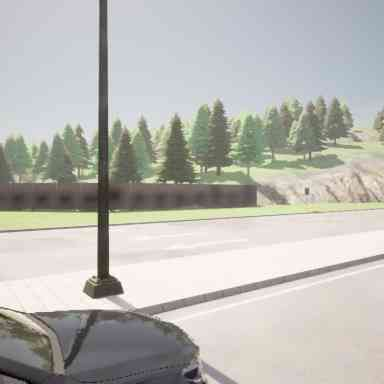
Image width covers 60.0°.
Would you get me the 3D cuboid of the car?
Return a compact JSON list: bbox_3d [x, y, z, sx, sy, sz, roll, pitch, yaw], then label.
[{"bbox_3d":[-2.020,1.526,2.318,4.674,1.442,1.812,0,0,-35],"label":"car"}]
